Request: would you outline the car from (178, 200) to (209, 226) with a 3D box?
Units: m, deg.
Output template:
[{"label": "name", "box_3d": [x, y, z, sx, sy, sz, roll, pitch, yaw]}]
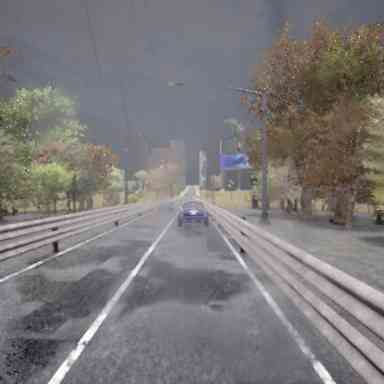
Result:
[{"label": "car", "box_3d": [0.105, 1.467, 24.418, 2.097, 1.767, 4.553, 0, -1, 0]}]

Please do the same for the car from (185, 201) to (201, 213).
[{"label": "car", "box_3d": [0.106, 1.849, 42.795, 1.994, 1.385, 4.181, 0, -1, 0]}]

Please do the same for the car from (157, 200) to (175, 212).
[{"label": "car", "box_3d": [-3.330, 1.819, 43.724, 1.812, 1.442, 4.674, 0, -1, 0]}]
